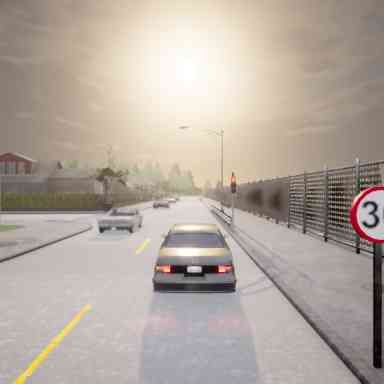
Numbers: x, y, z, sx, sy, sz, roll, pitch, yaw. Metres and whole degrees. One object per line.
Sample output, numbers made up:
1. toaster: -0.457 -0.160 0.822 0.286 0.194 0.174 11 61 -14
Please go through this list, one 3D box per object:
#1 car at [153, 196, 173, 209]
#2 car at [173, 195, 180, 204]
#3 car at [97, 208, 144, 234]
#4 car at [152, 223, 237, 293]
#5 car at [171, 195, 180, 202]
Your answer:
1. car: -4.019 1.564 43.977 1.994 1.385 4.181 0 0 0
2. car: -3.943 1.547 62.783 2.033 1.411 5.357 0 0 1
3. car: -4.065 1.601 19.497 1.895 1.301 4.718 0 0 0
4. car: 0.070 1.547 8.967 2.033 1.411 5.357 0 0 1
5. car: -3.854 1.469 78.390 1.882 1.535 5.008 0 0 0
